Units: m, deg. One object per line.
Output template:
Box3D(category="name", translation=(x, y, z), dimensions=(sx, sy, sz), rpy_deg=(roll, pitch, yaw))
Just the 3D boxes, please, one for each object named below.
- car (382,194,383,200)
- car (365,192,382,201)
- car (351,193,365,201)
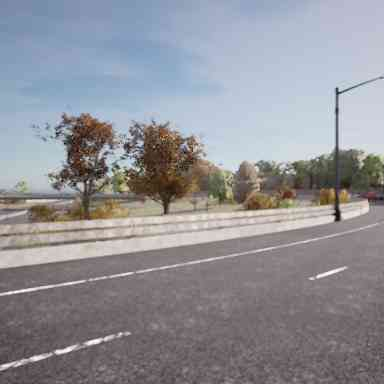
Box3D(category="car", translation=(46.392, 1.274, 79.742), dimensions=(2.097, 1.767, 4.553), rpy_deg=(0, 0, 4))
Box3D(category="car", translation=(42.906, 1.131, 80.668), dimensions=(2.150, 2.045, 5.566), rpy_deg=(0, 0, 4))
Box3D(category="car", translation=(39.421, 1.386, 80.978), dimensions=(1.882, 1.535, 5.008), rpy_deg=(0, 0, 4))
